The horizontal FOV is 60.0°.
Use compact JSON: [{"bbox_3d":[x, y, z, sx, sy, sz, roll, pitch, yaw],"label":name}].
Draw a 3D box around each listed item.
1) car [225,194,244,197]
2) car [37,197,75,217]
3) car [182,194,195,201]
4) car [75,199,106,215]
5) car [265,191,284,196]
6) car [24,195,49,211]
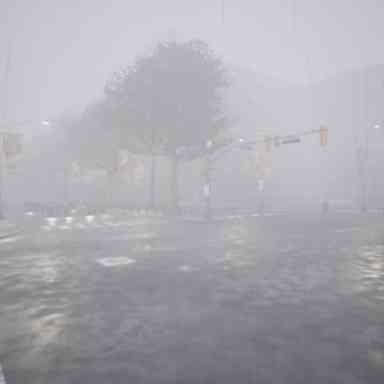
[{"bbox_3d":[9.151,1.104,66.882,2.002,1.452,4.674,0,0,-36],"label":"car"},{"bbox_3d":[-12.986,1.470,31.624,1.837,1.490,4.892,0,0,-36],"label":"car"},{"bbox_3d":[-1.317,1.217,74.376,2.161,1.482,4.786,0,0,-36],"label":"car"},{"bbox_3d":[-10.325,1.454,33.920,1.837,1.490,4.892,0,0,-36],"label":"car"},{"bbox_3d":[22.867,0.691,92.297,2.435,2.045,5.566,0,0,-36],"label":"car"},{"bbox_3d":[-18.796,1.443,39.763,1.882,1.535,5.008,0,0,-35],"label":"car"}]
